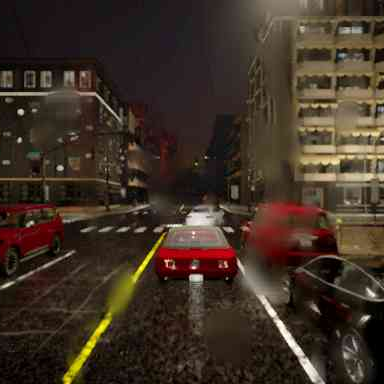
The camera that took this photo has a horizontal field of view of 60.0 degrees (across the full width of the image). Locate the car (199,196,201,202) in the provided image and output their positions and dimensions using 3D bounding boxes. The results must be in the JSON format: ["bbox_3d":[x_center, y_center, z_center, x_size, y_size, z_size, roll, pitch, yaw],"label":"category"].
[{"bbox_3d":[2.818,1.460,54.268,2.192,1.841,5.009,1,0,0],"label":"car"}]

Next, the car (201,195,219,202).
[{"bbox_3d":[2.828,1.445,48.568,2.192,1.841,5.009,1,0,0],"label":"car"}]

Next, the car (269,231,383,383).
[{"bbox_3d":[2.703,1.579,5.057,1.947,1.339,4.313,1,0,0],"label":"car"}]

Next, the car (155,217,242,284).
[{"bbox_3d":[0.099,1.626,9.619,1.895,1.301,4.718,0,0,0],"label":"car"}]

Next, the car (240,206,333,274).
[{"bbox_3d":[2.779,1.343,10.494,2.192,1.841,5.009,1,0,0],"label":"car"}]

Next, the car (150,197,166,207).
[{"bbox_3d":[-5.810,1.696,54.201,2.008,1.369,4.403,1,0,0],"label":"car"}]

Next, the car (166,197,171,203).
[{"bbox_3d":[-5.692,1.732,76.815,1.752,1.417,4.829,1,0,0],"label":"car"}]

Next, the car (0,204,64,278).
[{"bbox_3d":[-5.747,1.343,10.486,2.192,1.841,5.009,1,0,0],"label":"car"}]

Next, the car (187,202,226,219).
[{"bbox_3d":[0.931,1.580,21.320,1.812,1.442,4.674,0,0,14],"label":"car"}]
